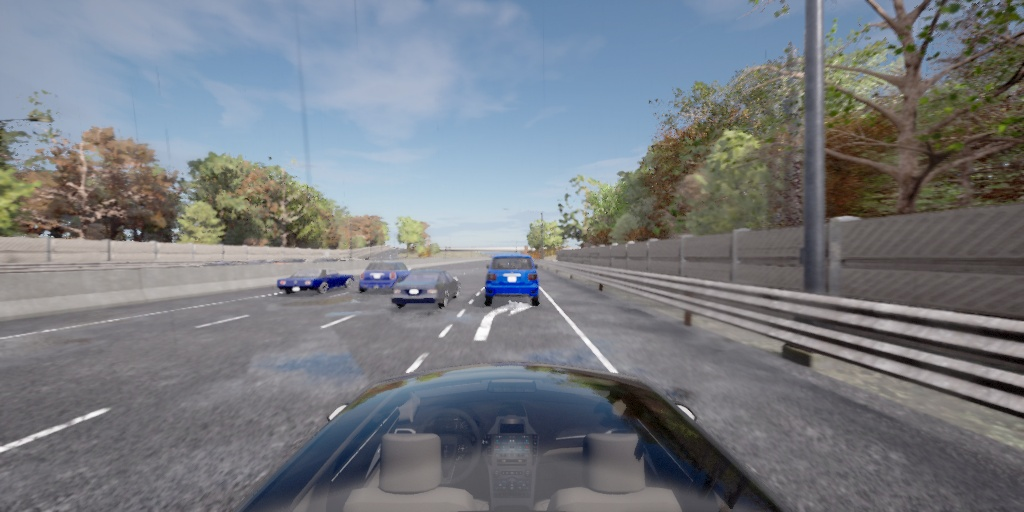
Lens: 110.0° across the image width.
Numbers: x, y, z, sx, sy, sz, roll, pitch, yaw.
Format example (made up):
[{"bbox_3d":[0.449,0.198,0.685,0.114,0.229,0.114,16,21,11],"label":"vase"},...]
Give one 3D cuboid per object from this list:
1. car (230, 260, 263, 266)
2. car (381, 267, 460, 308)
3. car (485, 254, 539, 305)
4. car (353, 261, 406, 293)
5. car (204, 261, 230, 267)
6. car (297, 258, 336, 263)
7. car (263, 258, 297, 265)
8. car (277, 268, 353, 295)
[{"bbox_3d":[-28.064,1.185,39.891,2.128,1.511,4.902,0,0,0],"label":"car"},{"bbox_3d":[-3.402,1.273,14.962,2.033,1.411,5.357,0,0,0],"label":"car"},{"bbox_3d":[0.000,0.948,15.943,2.150,2.045,5.566,0,0,0],"label":"car"},{"bbox_3d":[-6.901,1.069,20.473,2.097,1.767,4.553,0,0,0],"label":"car"},{"bbox_3d":[-31.561,1.256,39.321,1.994,1.385,4.181,0,0,0],"label":"car"},{"bbox_3d":[-21.070,1.050,39.639,2.097,1.767,4.553,0,0,0],"label":"car"},{"bbox_3d":[-24.567,1.048,39.576,2.097,1.767,4.553,0,0,0],"label":"car"},{"bbox_3d":[-10.400,1.316,19.508,1.895,1.301,4.718,0,0,0],"label":"car"}]
